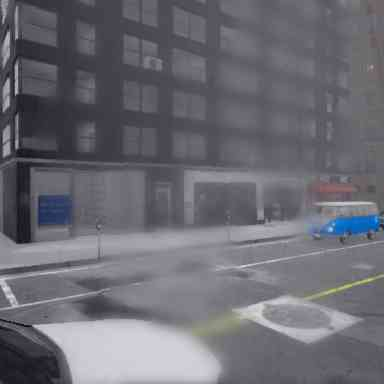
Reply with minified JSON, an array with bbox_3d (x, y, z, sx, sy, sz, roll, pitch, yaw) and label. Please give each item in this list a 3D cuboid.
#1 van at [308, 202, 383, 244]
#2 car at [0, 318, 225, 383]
[{"bbox_3d":[7.074,1.342,15.444,3.998,1.788,1.690,0,0,-36],"label":"van"},{"bbox_3d":[-1.837,1.526,2.003,4.674,1.442,1.812,0,0,-35],"label":"car"}]
